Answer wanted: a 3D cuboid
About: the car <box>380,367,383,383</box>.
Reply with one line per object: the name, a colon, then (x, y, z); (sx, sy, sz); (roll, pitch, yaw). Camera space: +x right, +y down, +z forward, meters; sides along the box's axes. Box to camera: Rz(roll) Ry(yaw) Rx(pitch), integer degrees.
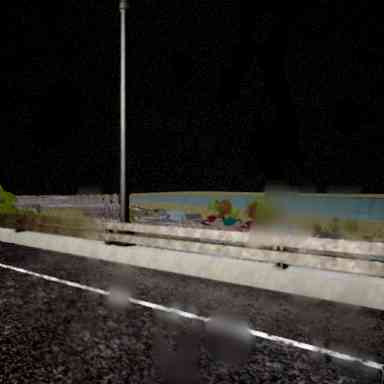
car: (3.236, 1.565, 1.694); (4.181, 1.385, 1.994); (0, 0, 35)
